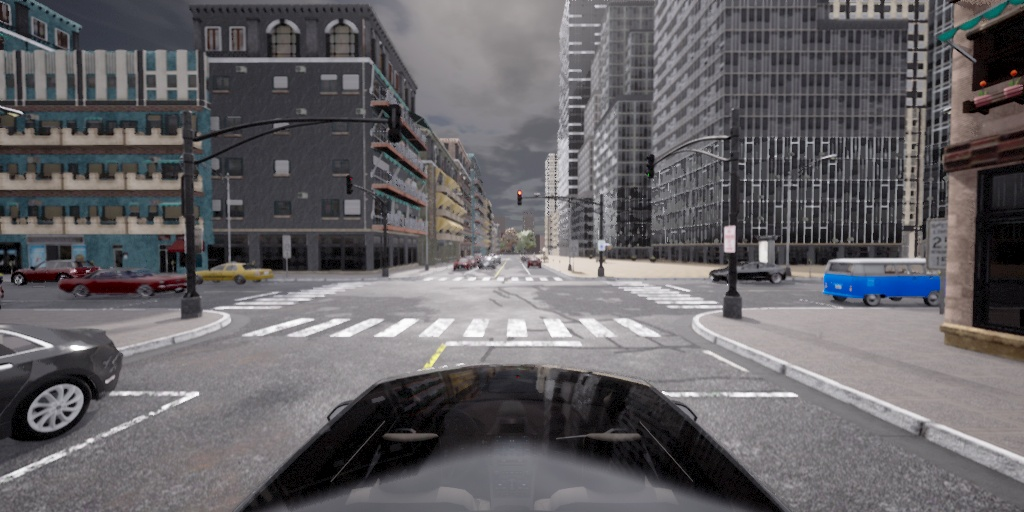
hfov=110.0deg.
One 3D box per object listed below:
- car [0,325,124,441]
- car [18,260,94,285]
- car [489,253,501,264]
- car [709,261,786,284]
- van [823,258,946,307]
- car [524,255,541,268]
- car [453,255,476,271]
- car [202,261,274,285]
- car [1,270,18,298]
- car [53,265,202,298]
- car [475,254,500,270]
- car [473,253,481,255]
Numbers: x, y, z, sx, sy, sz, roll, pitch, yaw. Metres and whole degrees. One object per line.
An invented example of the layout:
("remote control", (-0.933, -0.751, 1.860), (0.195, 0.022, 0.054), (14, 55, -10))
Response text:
("car", (-5.689, 1.290, 2.607), (2.007, 1.370, 4.403), (0, 0, 0))
("car", (-28.696, 0.967, 22.666), (4.097, 1.591, 1.967), (0, 0, 0))
("car", (-2.805, 0.621, 60.520), (2.128, 1.511, 4.902), (0, 0, 1))
("car", (14.760, 0.998, 22.558), (4.313, 1.339, 1.948), (0, 0, 0))
("van", (14.739, 0.987, 14.179), (3.998, 1.789, 1.690), (0, 0, 0))
("car", (2.839, 0.821, 46.343), (1.888, 1.381, 4.507), (0, 0, 0))
("car", (-5.532, 0.880, 40.671), (1.888, 1.381, 4.507), (0, 0, 0))
("car", (-17.798, 1.025, 22.639), (4.829, 1.417, 1.751), (0, 0, 0))
("car", (-23.184, 1.167, 14.275), (4.097, 1.591, 1.967), (0, 0, 0))
("car", (-17.959, 1.249, 16.933), (4.718, 1.301, 1.895), (0, 1, 0))
("car", (-2.915, 0.801, 42.936), (2.128, 1.511, 4.902), (0, 1, 1))
("car", (-5.509, 0.715, 46.320), (1.967, 1.591, 4.097), (0, 0, 0))
